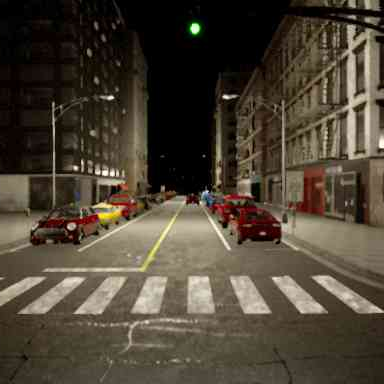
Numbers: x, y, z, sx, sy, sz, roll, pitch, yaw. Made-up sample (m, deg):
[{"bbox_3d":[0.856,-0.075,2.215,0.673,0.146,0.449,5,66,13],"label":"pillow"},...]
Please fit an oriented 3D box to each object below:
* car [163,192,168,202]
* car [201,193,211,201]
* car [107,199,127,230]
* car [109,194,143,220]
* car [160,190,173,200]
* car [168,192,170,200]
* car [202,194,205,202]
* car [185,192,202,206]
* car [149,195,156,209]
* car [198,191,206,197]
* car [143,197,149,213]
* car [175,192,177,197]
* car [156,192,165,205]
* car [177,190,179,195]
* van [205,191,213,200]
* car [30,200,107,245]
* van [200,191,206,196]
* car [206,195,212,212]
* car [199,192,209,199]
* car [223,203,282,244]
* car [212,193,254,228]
[{"bbox_3d":[-5.390,1.101,52.464,1.947,1.339,4.313,0,1,0],"label":"car"},{"bbox_3d":[2.635,0.911,63.452,1.752,1.417,4.829,0,1,0],"label":"car"},{"bbox_3d":[-5.392,1.366,19.838,1.752,1.417,4.829,0,1,0],"label":"car"},{"bbox_3d":[-5.393,1.104,25.415,2.192,1.841,5.009,0,1,0],"label":"car"},{"bbox_3d":[-5.391,0.748,63.280,2.192,1.841,5.009,0,1,0],"label":"car"},{"bbox_3d":[-5.390,1.066,57.874,1.802,1.307,4.206,0,1,0],"label":"car"},{"bbox_3d":[2.635,1.158,41.645,1.947,1.339,4.313,0,1,0],"label":"car"},{"bbox_3d":[0.090,1.096,45.530,1.812,1.442,4.674,0,1,0],"label":"car"},{"bbox_3d":[-5.391,1.255,36.236,1.947,1.339,4.313,0,1,0],"label":"car"},{"bbox_3d":[2.635,0.574,90.327,1.967,1.590,4.097,0,1,0],"label":"car"},{"bbox_3d":[-5.391,1.266,30.657,1.752,1.417,4.829,0,1,0],"label":"car"},{"bbox_3d":[-5.389,0.757,84.749,1.752,1.417,4.829,0,1,0],"label":"car"},{"bbox_3d":[-5.390,1.138,47.055,2.008,1.369,4.403,0,1,0],"label":"car"},{"bbox_3d":[-5.390,0.494,90.326,2.192,1.841,5.009,0,1,0],"label":"car"},{"bbox_3d":[2.633,0.985,36.234,1.690,1.788,3.998,0,1,0],"label":"van"},{"bbox_3d":[-5.392,1.328,14.598,1.967,1.590,4.097,0,1,0],"label":"car"},{"bbox_3d":[2.634,0.780,57.870,1.690,1.788,3.998,0,1,0],"label":"van"},{"bbox_3d":[2.634,1.239,30.826,1.887,1.381,4.507,0,1,0],"label":"car"},{"bbox_3d":[2.635,0.830,74.100,1.887,1.381,4.507,0,1,0],"label":"car"},{"bbox_3d":[2.633,1.387,14.598,1.887,1.381,4.507,0,1,0],"label":"car"},{"bbox_3d":[2.632,1.108,20.005,2.192,1.841,5.009,0,1,0],"label":"car"}]
